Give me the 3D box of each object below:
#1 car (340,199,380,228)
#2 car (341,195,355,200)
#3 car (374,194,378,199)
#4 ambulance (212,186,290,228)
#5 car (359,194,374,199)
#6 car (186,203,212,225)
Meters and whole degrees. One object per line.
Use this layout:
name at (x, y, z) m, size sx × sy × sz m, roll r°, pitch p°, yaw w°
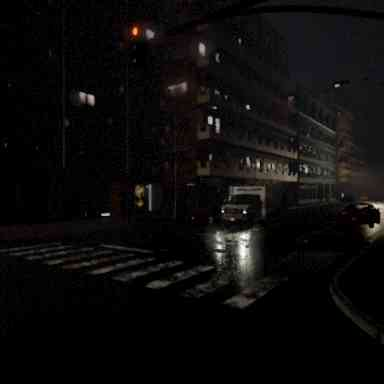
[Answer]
car at (10.311, 1.338, 20.282) m, size 1.887 × 1.381 × 4.507 m, roll 0°, pitch 0°, yaw 36°
car at (26.954, 1.233, 57.387) m, size 1.947 × 1.339 × 4.313 m, roll 0°, pitch 0°, yaw 36°
car at (43.735, 1.122, 80.314) m, size 1.947 × 1.339 × 4.313 m, roll 0°, pitch 0°, yaw 36°
ambulance at (4.195, 0.862, 21.747) m, size 2.351 × 2.431 × 6.366 m, roll 0°, pitch 0°, yaw 36°
car at (37.023, 1.182, 71.143) m, size 1.802 × 1.307 × 4.206 m, roll 0°, pitch 0°, yaw 36°
car at (1.382, 1.392, 22.664) m, size 1.887 × 1.381 × 4.507 m, roll 0°, pitch 0°, yaw 36°
